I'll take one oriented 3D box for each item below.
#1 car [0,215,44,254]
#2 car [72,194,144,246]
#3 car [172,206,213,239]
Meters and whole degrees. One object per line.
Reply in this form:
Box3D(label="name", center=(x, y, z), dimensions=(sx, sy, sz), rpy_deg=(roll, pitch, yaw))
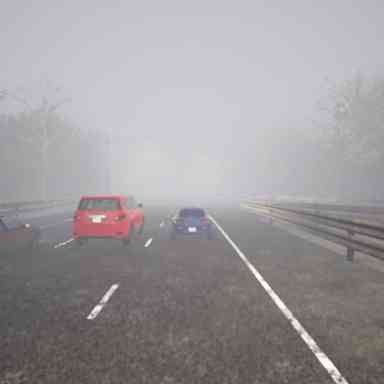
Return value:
Box3D(label="car", center=(-6.958, 1.459, 11.176), dimensions=(2.033, 1.411, 5.357), rpy_deg=(0, 0, 0))
Box3D(label="car", center=(-3.493, 1.105, 14.795), dimensions=(2.150, 2.045, 5.566), rpy_deg=(0, 0, -1))
Box3D(label="car", center=(-0.012, 1.398, 16.294), dimensions=(1.812, 1.442, 4.674), rpy_deg=(0, 0, -1))
